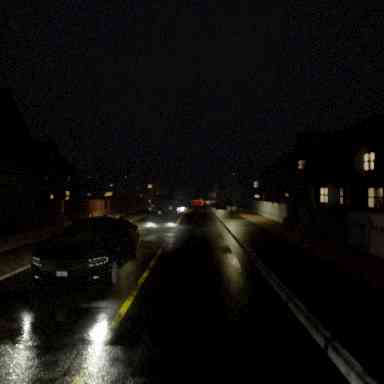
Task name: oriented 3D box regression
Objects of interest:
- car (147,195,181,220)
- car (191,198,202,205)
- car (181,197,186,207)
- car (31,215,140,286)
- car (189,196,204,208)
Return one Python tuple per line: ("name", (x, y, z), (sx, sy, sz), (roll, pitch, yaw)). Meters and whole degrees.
("car", (-2.431, 1.255, 28.531), (2.150, 2.045, 5.566), (0, 0, 1))
("car", (0.875, 1.791, 64.436), (1.895, 1.301, 4.718), (0, 0, 1))
("car", (-2.030, 1.622, 54.427), (2.128, 1.511, 4.902), (0, 0, 1))
("car", (-2.735, 1.477, 9.582), (1.882, 1.535, 5.008), (0, 0, 1))
("car", (0.673, 1.470, 50.237), (2.097, 1.767, 4.553), (0, 0, 1))
